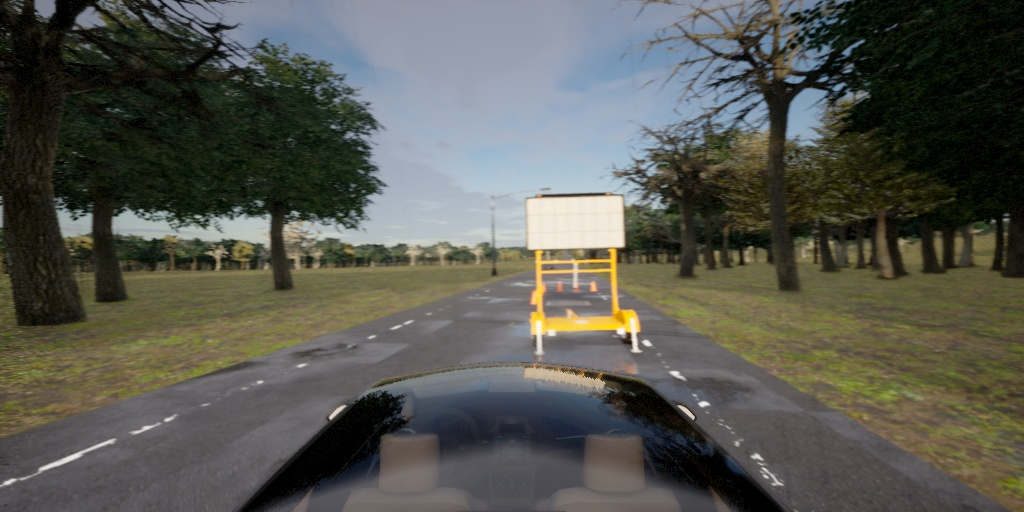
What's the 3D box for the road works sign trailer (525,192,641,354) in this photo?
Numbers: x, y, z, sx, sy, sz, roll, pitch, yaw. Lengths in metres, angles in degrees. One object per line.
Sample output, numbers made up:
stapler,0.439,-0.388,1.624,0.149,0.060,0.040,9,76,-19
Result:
road works sign trailer,1.611,0.251,8.896,2.380,3.560,2.880,0,0,1
